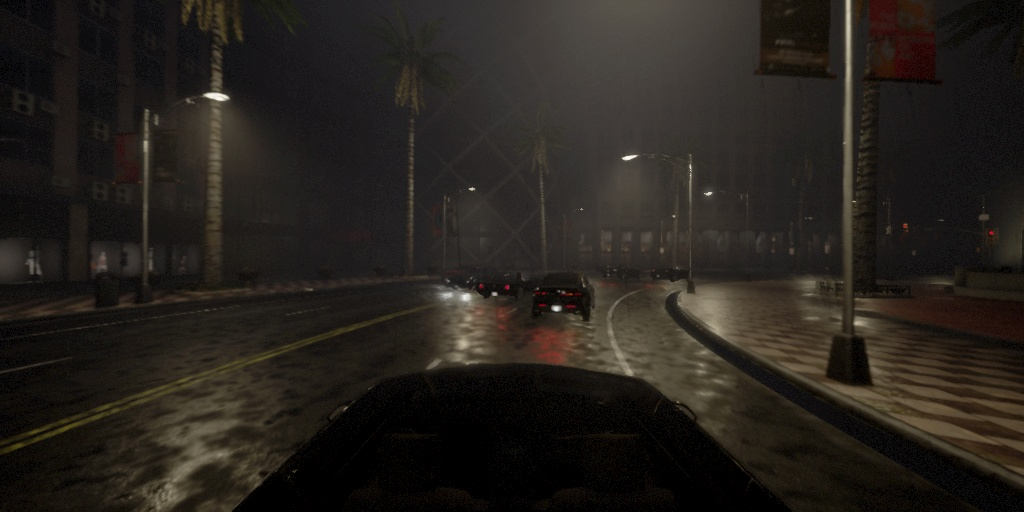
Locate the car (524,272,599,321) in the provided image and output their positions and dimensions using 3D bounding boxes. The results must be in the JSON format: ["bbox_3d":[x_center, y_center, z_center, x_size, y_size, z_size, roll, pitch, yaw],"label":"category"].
[{"bbox_3d":[1.976,1.307,12.924,1.837,1.490,4.892,0,0,16],"label":"car"}]

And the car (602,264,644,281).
[{"bbox_3d":[9.996,1.416,32.120,4.902,1.511,2.128,1,0,-42],"label":"car"}]

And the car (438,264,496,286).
[{"bbox_3d":[-3.284,1.337,27.057,1.812,1.442,4.674,0,0,32],"label":"car"}]

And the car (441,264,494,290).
[{"bbox_3d":[-1.933,1.354,22.605,2.033,1.411,5.357,0,0,27],"label":"car"}]

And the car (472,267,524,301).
[{"bbox_3d":[0.059,1.406,17.990,1.895,1.301,4.718,0,0,22],"label":"car"}]

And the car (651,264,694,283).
[{"bbox_3d":[13.832,1.441,30.802,4.902,1.511,2.128,1,0,-39],"label":"car"}]
